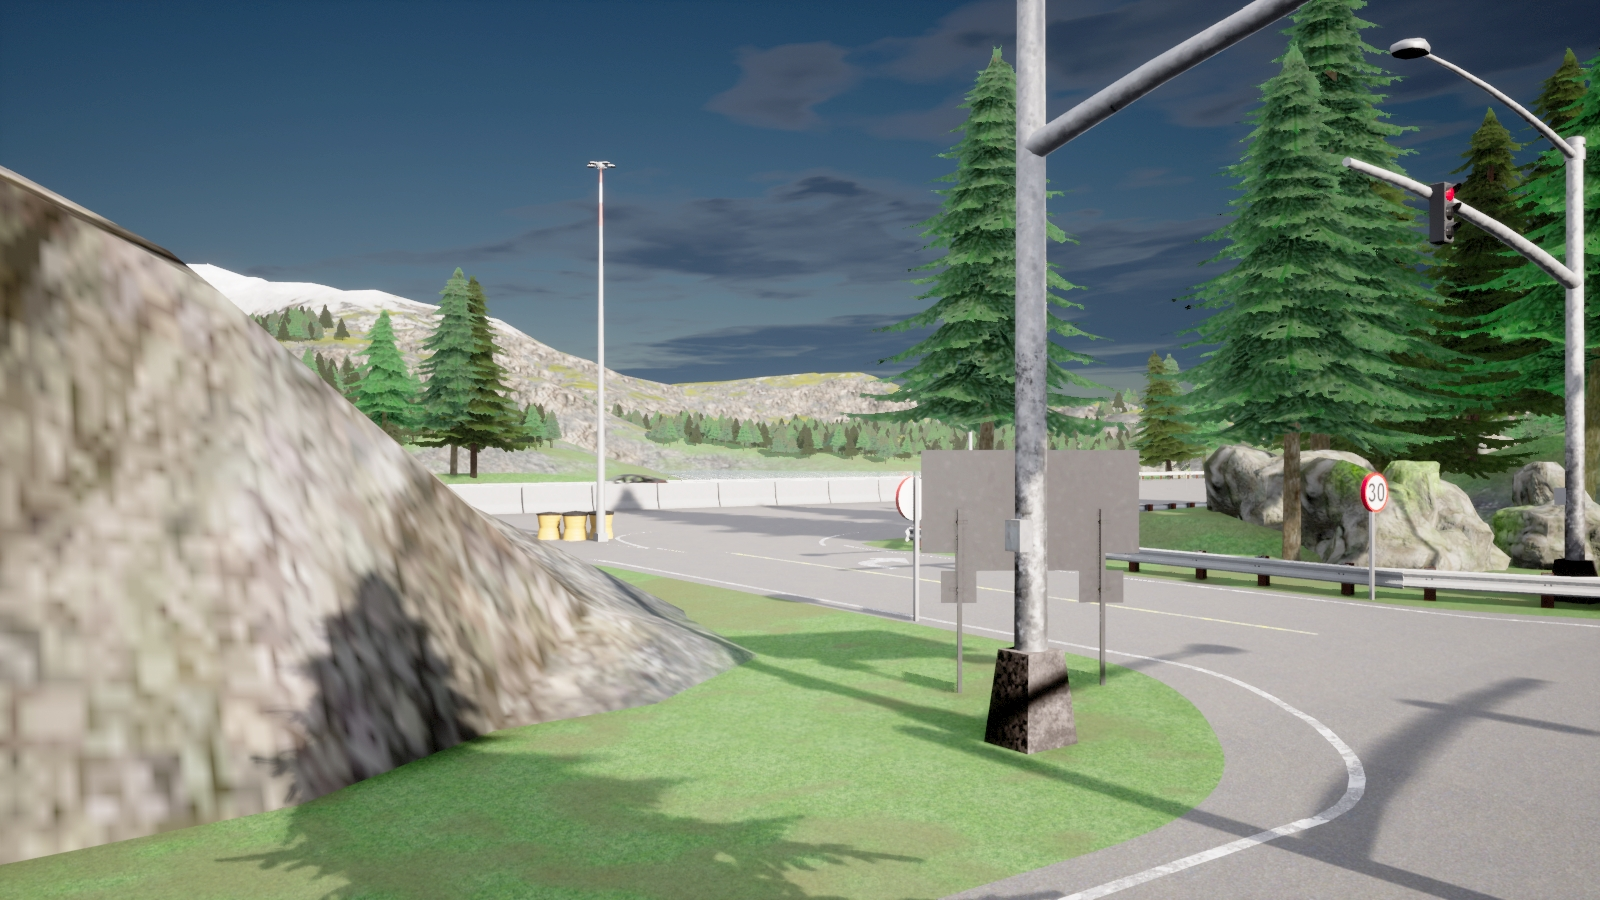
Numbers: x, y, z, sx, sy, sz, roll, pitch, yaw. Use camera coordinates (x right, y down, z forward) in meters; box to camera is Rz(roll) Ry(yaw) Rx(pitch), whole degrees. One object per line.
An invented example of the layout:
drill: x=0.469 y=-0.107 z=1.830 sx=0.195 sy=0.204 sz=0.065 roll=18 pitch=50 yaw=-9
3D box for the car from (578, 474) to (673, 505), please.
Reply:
car: x=-9.126 y=2.038 z=59.853 sx=4.514 sy=1.525 sz=2.007 roll=0 pitch=0 yaw=-35
